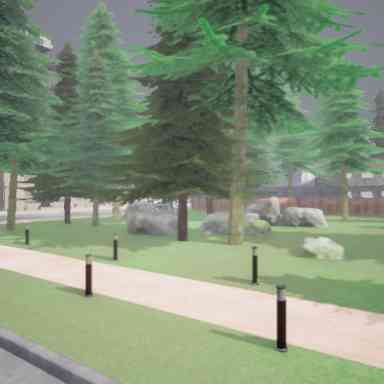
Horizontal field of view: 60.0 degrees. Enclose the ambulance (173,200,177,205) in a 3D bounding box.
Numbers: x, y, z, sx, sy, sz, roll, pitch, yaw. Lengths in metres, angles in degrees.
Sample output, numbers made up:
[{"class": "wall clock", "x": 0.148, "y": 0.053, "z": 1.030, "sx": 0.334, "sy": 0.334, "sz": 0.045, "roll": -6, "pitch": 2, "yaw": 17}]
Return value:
[{"class": "ambulance", "x": -5.234, "y": 1.229, "z": 52.119, "sx": 2.351, "sy": 2.431, "sz": 6.366, "roll": 0, "pitch": 0, "yaw": 37}]
